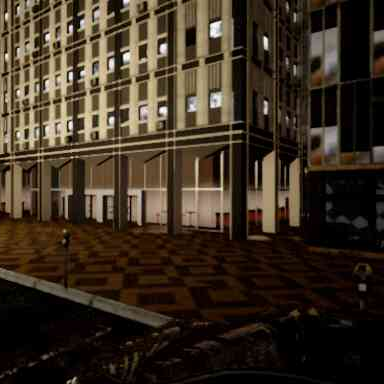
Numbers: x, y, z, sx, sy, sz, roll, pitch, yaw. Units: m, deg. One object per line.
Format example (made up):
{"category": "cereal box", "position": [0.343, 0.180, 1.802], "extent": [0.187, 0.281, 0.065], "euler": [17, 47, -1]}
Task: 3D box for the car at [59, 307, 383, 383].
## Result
{"category": "car", "position": [0.858, 1.563, 2.266], "extent": [4.313, 1.339, 1.947], "euler": [0, 0, 35]}
